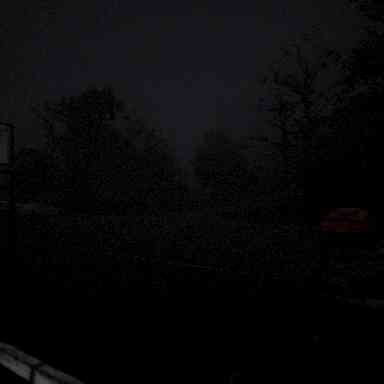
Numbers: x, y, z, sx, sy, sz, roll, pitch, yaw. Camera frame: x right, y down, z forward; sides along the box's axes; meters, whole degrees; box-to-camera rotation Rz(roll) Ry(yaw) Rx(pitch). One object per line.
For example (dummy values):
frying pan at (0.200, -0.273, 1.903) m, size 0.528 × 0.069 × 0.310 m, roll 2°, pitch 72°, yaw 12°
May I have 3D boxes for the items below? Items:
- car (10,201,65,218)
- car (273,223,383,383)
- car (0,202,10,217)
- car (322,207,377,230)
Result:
car at (-15.142, 1.791, 33.341) m, size 2.002 × 1.452 × 4.674 m, roll -1°, pitch 0°, yaw 36°
car at (2.678, 1.479, 4.529) m, size 2.231 × 1.521 × 4.892 m, roll 0°, pitch 0°, yaw 36°
car at (-17.699, 1.779, 35.178) m, size 2.097 × 1.535 × 5.008 m, roll -1°, pitch 0°, yaw 36°
car at (8.033, 1.495, 16.779) m, size 2.097 × 1.535 × 5.008 m, roll -1°, pitch 0°, yaw 36°
